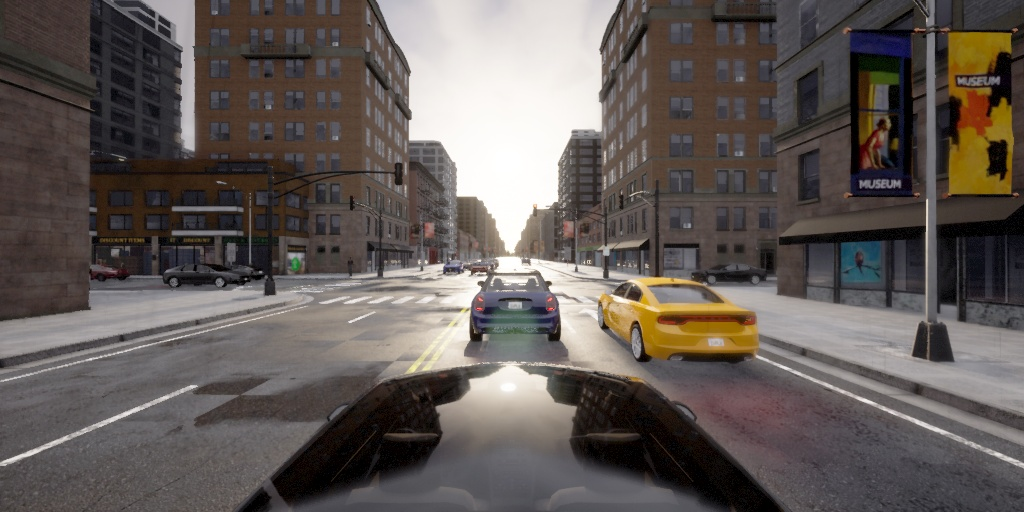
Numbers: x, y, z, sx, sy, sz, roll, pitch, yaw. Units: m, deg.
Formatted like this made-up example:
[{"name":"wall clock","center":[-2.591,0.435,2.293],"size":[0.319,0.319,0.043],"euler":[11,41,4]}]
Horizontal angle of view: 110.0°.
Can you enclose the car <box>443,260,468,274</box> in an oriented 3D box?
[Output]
[{"name":"car","center":[-6.665,1.226,41.293],"size":[1.882,1.535,5.008],"euler":[0,0,0]}]

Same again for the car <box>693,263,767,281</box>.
[{"name":"car","center":[15.839,1.268,26.363],"size":[5.008,1.535,1.882],"euler":[0,0,1]}]

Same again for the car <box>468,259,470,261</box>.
[{"name":"car","center":[-6.671,1.310,50.287],"size":[1.994,1.385,4.181],"euler":[0,0,1]}]

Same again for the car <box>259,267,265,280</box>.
[{"name":"car","center":[-22.172,1.330,28.671],"size":[4.313,1.339,1.948],"euler":[0,0,0]}]

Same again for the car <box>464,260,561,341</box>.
[{"name":"car","center":[0.076,1.102,10.009],"size":[2.097,1.767,4.553],"euler":[0,0,0]}]

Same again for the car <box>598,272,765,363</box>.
[{"name":"car","center":[3.314,1.228,8.209],"size":[1.882,1.535,5.008],"euler":[0,0,1]}]

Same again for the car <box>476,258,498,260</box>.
[{"name":"car","center":[-3.428,1.099,48.226],"size":[2.097,1.767,4.553],"euler":[0,0,0]}]

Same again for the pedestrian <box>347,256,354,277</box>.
[{"name":"pedestrian","center":[-14.194,0.920,31.521],"size":[0.375,1.860,0.375],"euler":[0,0,0]}]

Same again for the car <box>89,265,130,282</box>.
[{"name":"car","center":[-33.194,1.344,28.707],"size":[4.207,1.307,1.802],"euler":[0,0,0]}]

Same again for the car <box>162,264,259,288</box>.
[{"name":"car","center":[-19.621,1.248,23.177],"size":[4.892,1.490,1.837],"euler":[0,0,0]}]

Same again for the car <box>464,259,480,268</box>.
[{"name":"car","center":[-6.682,1.234,60.353],"size":[2.128,1.511,4.902],"euler":[0,0,0]}]

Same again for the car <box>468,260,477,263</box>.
[{"name":"car","center":[-3.415,1.350,39.319],"size":[1.895,1.301,4.718],"euler":[0,0,0]}]
